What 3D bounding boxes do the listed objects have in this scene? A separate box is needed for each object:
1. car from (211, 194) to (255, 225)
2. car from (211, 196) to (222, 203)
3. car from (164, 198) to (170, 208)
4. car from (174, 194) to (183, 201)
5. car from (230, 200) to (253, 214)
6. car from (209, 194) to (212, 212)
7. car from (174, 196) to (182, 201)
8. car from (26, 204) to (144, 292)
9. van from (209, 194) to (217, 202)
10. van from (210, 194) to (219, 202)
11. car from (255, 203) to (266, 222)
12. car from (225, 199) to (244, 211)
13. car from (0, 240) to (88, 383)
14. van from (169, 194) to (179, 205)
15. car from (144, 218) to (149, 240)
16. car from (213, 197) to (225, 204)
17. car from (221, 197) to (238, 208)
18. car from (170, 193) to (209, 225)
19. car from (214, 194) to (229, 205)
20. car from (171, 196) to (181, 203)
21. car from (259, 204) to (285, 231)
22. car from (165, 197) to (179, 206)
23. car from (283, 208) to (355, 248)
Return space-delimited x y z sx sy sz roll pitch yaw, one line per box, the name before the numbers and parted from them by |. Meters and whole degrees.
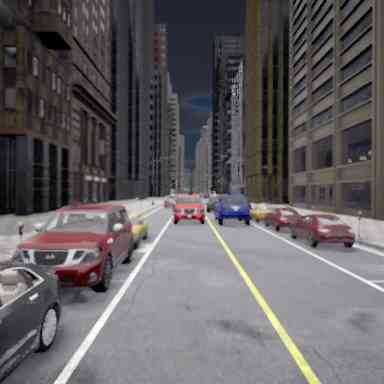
car | 2.859 1.241 24.478 2.150 2.045 5.566 0 0 0
car | 5.231 1.610 70.938 2.008 1.369 4.403 0 0 0
car | -3.130 1.582 48.386 1.802 1.307 4.206 0 0 0
car | -3.416 1.342 87.713 2.192 1.841 5.009 0 0 0
car | 5.476 1.605 37.226 1.947 1.339 4.313 0 0 0
car | 2.743 1.377 38.881 2.097 1.767 4.553 0 0 0
car | -3.376 1.604 82.095 1.802 1.307 4.206 0 0 0
car | -2.842 1.300 9.058 2.192 1.841 5.009 0 0 0
van | 5.150 1.409 82.175 1.690 1.788 3.998 0 0 0
van | 5.191 1.405 76.557 1.690 1.788 3.998 0 0 0
car | 5.557 1.558 26.158 1.752 1.417 4.829 0 0 0
car | 5.435 1.587 42.845 1.887 1.381 4.507 0 0 0
car | -2.803 1.536 3.440 2.008 1.369 4.403 0 0 0
van | -3.211 1.347 59.622 1.690 1.788 3.998 0 0 0
car | -2.883 1.511 14.507 1.752 1.417 4.829 0 0 0
car | 5.272 1.622 65.319 1.947 1.339 4.313 0 0 0
car | 5.395 1.486 48.463 1.967 1.590 4.097 0 0 0
car | -0.190 1.223 24.276 2.150 2.045 5.566 0 0 0
car | 5.314 1.367 59.700 2.192 1.841 5.009 0 0 0
car | -3.294 1.579 70.859 1.947 1.339 4.313 0 0 0
car | 5.599 1.614 20.370 1.802 1.307 4.206 0 0 0
car | -3.171 1.569 54.004 1.947 1.339 4.313 0 0 0
car | 5.640 1.613 14.752 1.802 1.307 4.206 0 0 0
